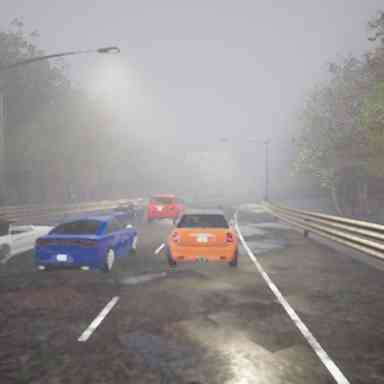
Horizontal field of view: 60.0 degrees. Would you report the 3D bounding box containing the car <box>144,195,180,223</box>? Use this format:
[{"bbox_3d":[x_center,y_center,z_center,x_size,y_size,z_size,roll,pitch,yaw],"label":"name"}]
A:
[{"bbox_3d":[-1.903,1.268,25.574,2.150,2.045,5.566,0,0,7],"label":"car"}]

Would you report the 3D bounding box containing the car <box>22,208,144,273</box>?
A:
[{"bbox_3d":[-3.125,1.496,10.828,1.882,1.535,5.008,0,0,4],"label":"car"}]

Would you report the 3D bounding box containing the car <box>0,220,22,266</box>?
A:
[{"bbox_3d":[-6.581,1.616,11.585,1.895,1.301,4.718,0,0,4],"label":"car"}]

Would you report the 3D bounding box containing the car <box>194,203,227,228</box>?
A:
[{"bbox_3d":[1.450,1.599,24.201,2.033,1.411,5.357,0,0,7],"label":"car"}]

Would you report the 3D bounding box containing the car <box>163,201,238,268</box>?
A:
[{"bbox_3d":[0.443,1.378,11.651,2.097,1.767,4.553,0,0,4],"label":"car"}]

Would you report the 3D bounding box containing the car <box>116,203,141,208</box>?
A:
[{"bbox_3d":[-5.191,1.602,27.378,1.994,1.385,4.181,0,0,7],"label":"car"}]
